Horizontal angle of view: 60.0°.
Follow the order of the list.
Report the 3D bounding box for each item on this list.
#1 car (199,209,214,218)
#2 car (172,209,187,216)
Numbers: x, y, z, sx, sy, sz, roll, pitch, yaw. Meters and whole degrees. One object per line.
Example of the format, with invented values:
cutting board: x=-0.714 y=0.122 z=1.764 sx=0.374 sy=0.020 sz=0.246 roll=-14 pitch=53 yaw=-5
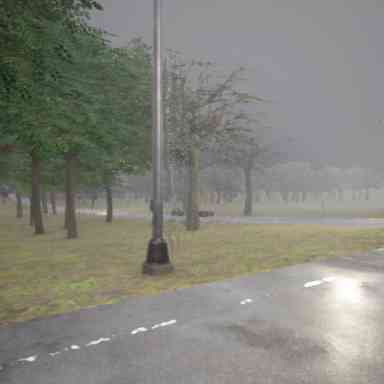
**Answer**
car: x=2.262 y=4.111 z=64.220 sx=1.882 sy=1.535 sz=5.008 roll=-1 pitch=-2 yaw=-34
car: x=-2.501 y=4.315 z=71.116 sx=1.837 sy=1.490 sz=4.892 roll=-1 pitch=-1 yaw=-34
